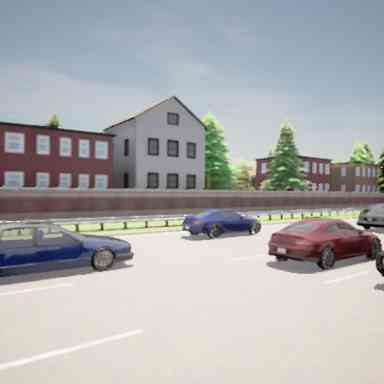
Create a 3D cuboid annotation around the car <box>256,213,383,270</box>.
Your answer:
[{"bbox_3d":[4.554,1.608,11.290,4.674,1.442,1.812,1,0,-36],"label":"car"}]

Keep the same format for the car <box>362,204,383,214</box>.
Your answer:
[{"bbox_3d":[12.720,1.732,21.414,5.357,1.411,2.033,1,0,-35],"label":"car"}]

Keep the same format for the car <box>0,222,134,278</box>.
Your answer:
[{"bbox_3d":[-4.371,1.561,9.228,5.357,1.411,2.033,1,0,-36],"label":"car"}]

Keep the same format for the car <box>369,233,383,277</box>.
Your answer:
[{"bbox_3d":[6.788,1.686,8.585,4.718,1.301,1.895,1,0,-36],"label":"car"}]

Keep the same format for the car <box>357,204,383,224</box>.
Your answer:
[{"bbox_3d":[16.113,1.765,28.132,4.674,1.442,1.812,1,0,-36],"label":"car"}]

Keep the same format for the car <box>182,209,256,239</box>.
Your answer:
[{"bbox_3d":[1.640,1.620,17.810,4.674,1.442,1.812,1,0,-35],"label":"car"}]
